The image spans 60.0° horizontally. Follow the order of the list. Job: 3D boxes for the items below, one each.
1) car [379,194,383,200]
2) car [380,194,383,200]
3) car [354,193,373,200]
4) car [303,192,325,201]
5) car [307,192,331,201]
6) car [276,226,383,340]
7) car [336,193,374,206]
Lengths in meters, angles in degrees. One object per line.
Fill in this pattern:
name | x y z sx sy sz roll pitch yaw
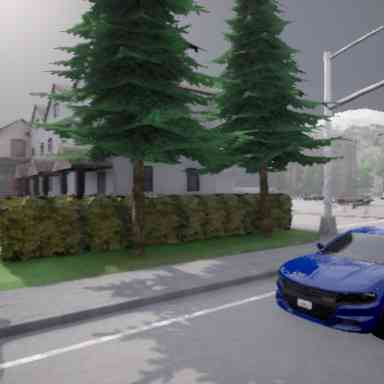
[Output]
car | 44.207 1.086 74.210 1.970 1.475 3.806 0 0 -36
car | 32.793 1.083 52.462 2.007 1.523 4.514 0 0 -36
car | 42.279 1.064 81.971 1.845 1.501 3.633 0 0 -36
car | 25.017 0.847 69.168 1.905 1.878 3.866 0 0 -36
car | 27.132 0.857 71.203 1.932 1.855 4.605 0 0 -36
car | 3.794 1.452 6.608 5.008 1.535 1.882 0 0 -35
car | 22.277 0.929 45.747 1.932 1.855 4.605 0 0 -36
